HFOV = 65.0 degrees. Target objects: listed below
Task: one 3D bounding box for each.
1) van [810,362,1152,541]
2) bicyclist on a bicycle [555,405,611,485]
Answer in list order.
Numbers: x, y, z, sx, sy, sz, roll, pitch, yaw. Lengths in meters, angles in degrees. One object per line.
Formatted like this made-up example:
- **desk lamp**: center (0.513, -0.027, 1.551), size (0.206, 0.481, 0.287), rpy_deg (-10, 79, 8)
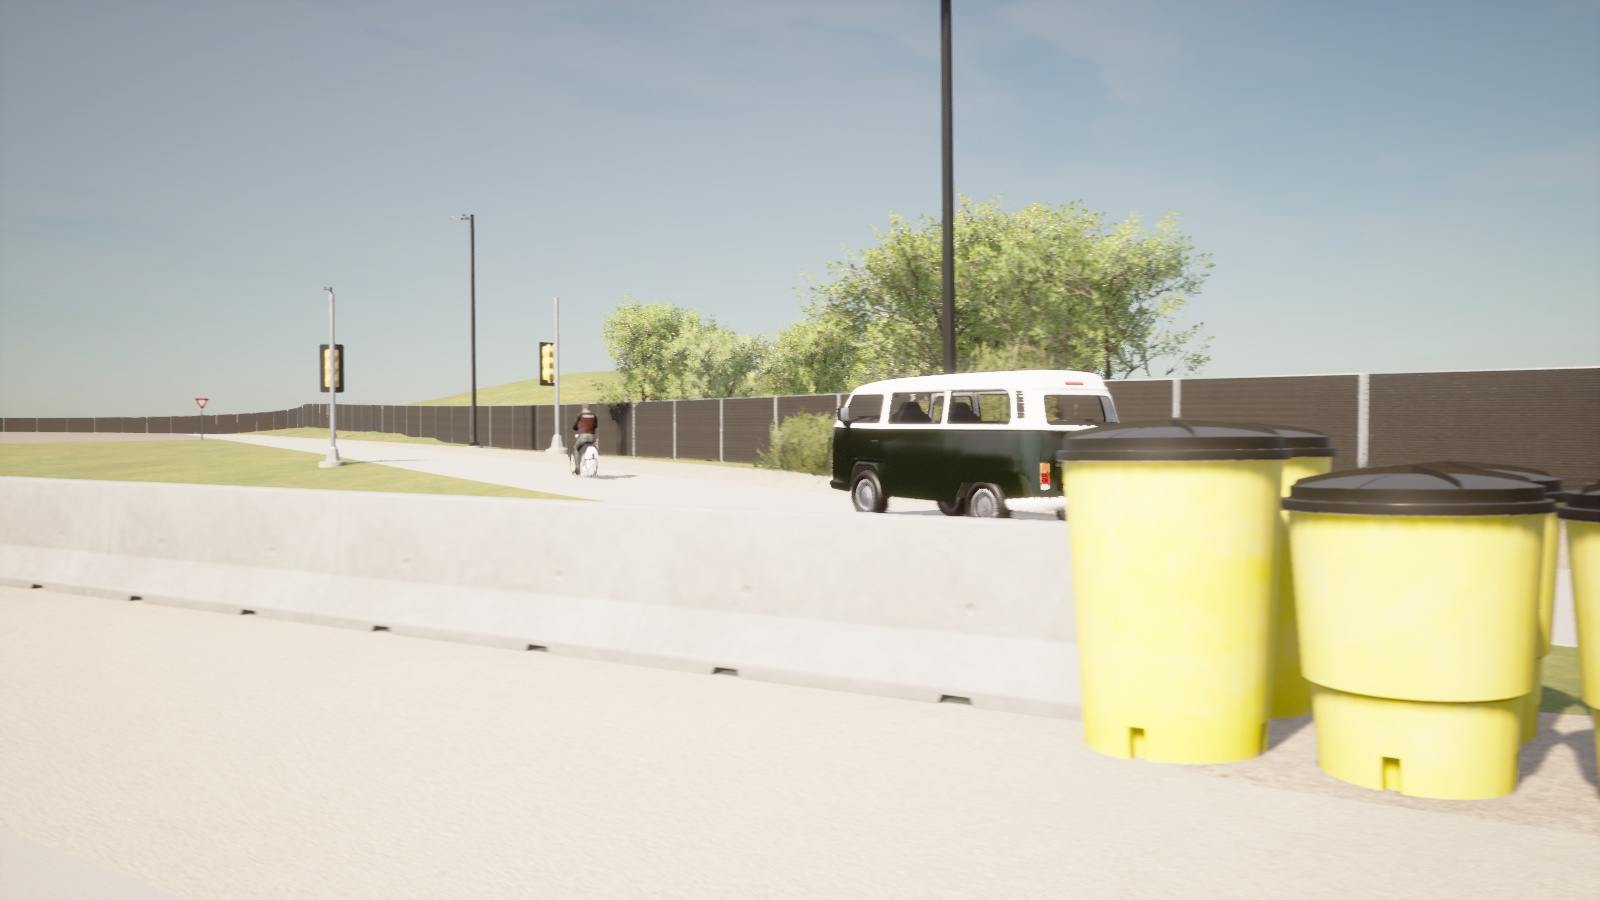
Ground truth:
- **van**: center (2.235, -0.048, 16.756), size (2.069, 2.038, 4.480), rpy_deg (-2, 2, -33)
- **bicyclist on a bicycle**: center (-5.010, -0.139, 28.945), size (0.659, 1.776, 1.843), rpy_deg (-2, 2, -30)
